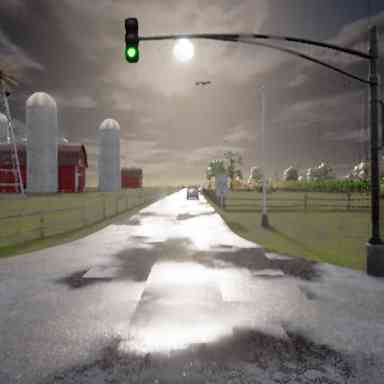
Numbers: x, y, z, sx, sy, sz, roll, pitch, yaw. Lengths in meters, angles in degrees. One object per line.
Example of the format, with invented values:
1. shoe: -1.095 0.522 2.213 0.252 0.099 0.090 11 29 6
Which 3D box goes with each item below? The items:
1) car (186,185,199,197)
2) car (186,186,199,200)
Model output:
1. car: 0.111 -0.180 61.420 2.150 2.045 5.566 -1 1 0
2. car: 0.090 0.324 50.976 2.128 1.511 4.902 -1 1 0
